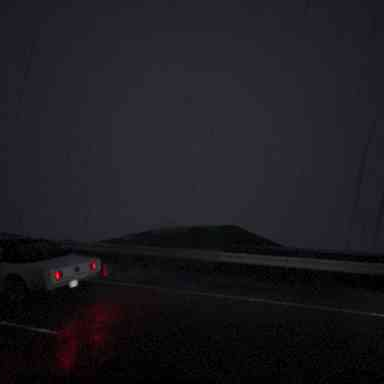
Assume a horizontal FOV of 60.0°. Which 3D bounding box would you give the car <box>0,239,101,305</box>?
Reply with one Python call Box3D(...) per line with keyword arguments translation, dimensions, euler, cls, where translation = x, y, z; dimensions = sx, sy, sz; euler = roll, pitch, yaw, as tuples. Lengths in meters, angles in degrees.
Box3D(translation=(-4.864, 1.875, 8.636), dimensions=(4.718, 1.301, 1.895), euler=(0, -2, 20), cls="car")
